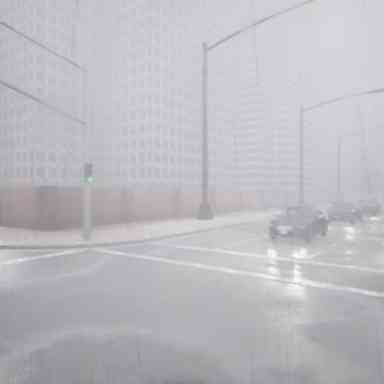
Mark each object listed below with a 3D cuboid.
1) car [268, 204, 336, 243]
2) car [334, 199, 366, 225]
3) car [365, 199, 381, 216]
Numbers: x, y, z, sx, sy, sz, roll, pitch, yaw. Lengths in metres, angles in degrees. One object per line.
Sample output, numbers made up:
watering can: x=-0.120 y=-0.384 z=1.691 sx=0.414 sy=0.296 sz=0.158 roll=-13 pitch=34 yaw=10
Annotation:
car: x=5.331 y=1.491 z=16.414 sx=2.128 sy=1.511 sz=4.902 roll=0 pitch=0 yaw=34
car: x=11.257 y=1.504 z=24.553 sx=1.837 sy=1.490 sz=4.892 roll=0 pitch=0 yaw=36
car: x=17.426 y=1.476 z=33.009 sx=1.882 sy=1.535 sz=5.008 roll=0 pitch=0 yaw=36
